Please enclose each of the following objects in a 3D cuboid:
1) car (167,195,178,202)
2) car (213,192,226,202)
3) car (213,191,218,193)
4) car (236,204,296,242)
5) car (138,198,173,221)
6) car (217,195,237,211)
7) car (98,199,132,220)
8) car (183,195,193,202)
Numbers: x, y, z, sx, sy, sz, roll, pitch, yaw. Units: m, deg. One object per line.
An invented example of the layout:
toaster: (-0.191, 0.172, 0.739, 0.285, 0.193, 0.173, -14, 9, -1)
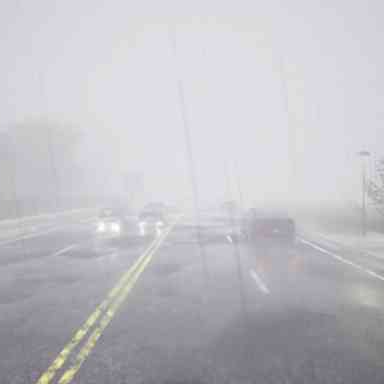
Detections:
car: (-4.032, 1.305, 67.443, 1.895, 1.301, 4.718, 0, 0, 4)
car: (5.614, 1.311, 65.704, 1.994, 1.385, 4.181, 0, 0, 4)
car: (6.469, 1.197, 76.615, 2.128, 1.511, 4.902, 0, 0, 5)
car: (3.491, 1.420, 16.024, 1.882, 1.535, 5.008, 0, 0, 1)
car: (-2.950, 1.440, 26.597, 2.033, 1.411, 5.357, 0, 0, 2)
car: (4.167, 1.379, 38.586, 1.812, 1.442, 4.674, 0, 0, 2)
car: (-6.173, 1.377, 27.233, 2.128, 1.511, 4.902, 0, 0, 2)
car: (-0.791, 1.252, 67.220, 2.033, 1.411, 5.357, 0, 0, 4)
